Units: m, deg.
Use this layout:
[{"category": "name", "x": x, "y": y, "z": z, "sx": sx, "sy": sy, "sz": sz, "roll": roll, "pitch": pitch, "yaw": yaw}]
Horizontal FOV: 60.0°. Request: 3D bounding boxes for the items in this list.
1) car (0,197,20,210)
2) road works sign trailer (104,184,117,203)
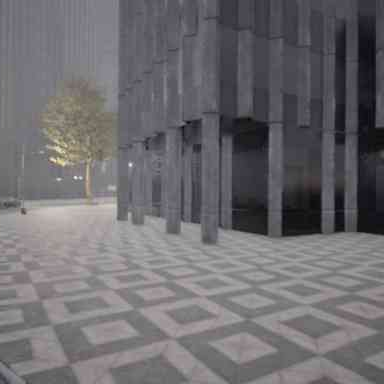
[{"category": "car", "x": -22.827, "y": 1.379, "z": 40.321, "sx": 2.128, "sy": 1.511, "sz": 4.902, "roll": 0, "pitch": 0, "yaw": 2}, {"category": "road works sign trailer", "x": -14.640, "y": 0.337, "z": 61.468, "sx": 2.380, "sy": 3.560, "sz": 2.880, "roll": 0, "pitch": 0, "yaw": 23}]
